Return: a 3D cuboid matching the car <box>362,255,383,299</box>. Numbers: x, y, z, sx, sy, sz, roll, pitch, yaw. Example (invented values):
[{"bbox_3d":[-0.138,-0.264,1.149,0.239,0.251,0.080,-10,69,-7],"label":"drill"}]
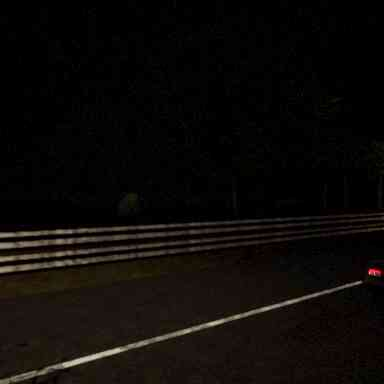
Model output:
[{"bbox_3d":[5.939,1.645,7.453,5.357,1.411,2.033,1,0,-35],"label":"car"}]
